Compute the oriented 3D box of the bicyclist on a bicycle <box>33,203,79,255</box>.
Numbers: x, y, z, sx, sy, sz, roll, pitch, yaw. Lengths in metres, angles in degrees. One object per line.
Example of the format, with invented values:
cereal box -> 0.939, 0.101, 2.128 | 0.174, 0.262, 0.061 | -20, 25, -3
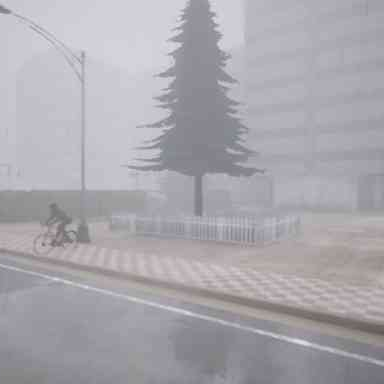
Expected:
bicyclist on a bicycle -> -4.387, 1.186, 10.848 | 0.582, 1.620, 1.656 | 1, 0, 34
